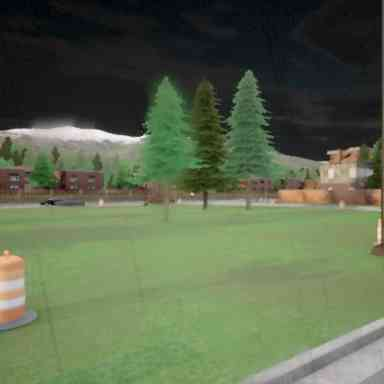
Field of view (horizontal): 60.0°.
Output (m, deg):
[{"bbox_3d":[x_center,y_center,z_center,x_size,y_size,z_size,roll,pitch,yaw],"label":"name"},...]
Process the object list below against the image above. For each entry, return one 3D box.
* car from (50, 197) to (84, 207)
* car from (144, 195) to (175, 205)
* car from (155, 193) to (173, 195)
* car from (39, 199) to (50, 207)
[{"bbox_3d":[-18.244,1.558,49.363,4.181,1.385,1.994,0,0,-35],"label":"car"},{"bbox_3d":[-5.496,1.586,58.215,4.718,1.301,1.895,0,0,-23],"label":"car"},{"bbox_3d":[-6.070,1.207,61.898,5.566,2.045,2.150,0,0,-20],"label":"car"},{"bbox_3d":[-20.997,1.471,51.696,5.008,1.535,1.882,0,0,-36],"label":"car"}]
